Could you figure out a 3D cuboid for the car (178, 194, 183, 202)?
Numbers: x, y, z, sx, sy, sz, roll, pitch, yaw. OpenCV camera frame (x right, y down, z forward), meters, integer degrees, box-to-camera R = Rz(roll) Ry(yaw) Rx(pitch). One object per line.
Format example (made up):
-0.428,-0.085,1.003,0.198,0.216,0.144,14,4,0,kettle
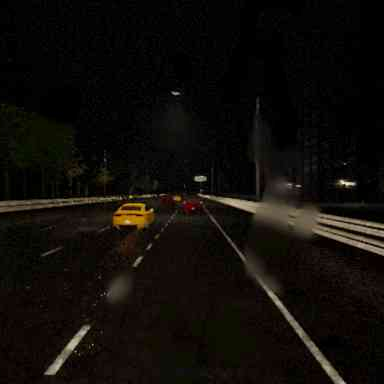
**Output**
-3.694,1.558,80.258,1.882,1.535,5.008,0,0,0,car

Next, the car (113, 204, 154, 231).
-3.492,1.464,20.560,1.882,1.535,5.008,0,0,0,car

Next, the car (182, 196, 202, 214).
0.095,1.484,35.885,1.882,1.535,5.008,0,0,0,car

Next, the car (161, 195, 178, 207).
-3.548,1.488,50.211,1.882,1.535,5.008,0,0,0,car
